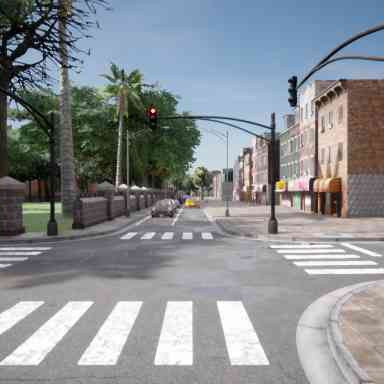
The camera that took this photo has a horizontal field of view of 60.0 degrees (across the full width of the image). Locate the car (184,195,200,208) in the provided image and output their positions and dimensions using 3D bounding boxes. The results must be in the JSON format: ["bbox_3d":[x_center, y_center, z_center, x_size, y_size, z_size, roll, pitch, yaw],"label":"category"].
[{"bbox_3d":[0.126,1.587,50.542,1.882,1.535,5.008,0,0,0],"label":"car"}]

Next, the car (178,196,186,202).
[{"bbox_3d":[-2.596,1.861,87.538,2.008,1.369,4.403,-1,0,0],"label":"car"}]

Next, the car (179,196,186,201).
[{"bbox_3d":[-2.593,1.915,93.227,1.947,1.339,4.313,-1,0,0],"label":"car"}]

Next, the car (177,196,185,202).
[{"bbox_3d":[-2.599,1.818,81.849,1.887,1.381,4.507,0,0,0],"label":"car"}]

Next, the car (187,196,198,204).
[{"bbox_3d":[0.132,1.690,68.891,2.128,1.511,4.902,0,0,0],"label":"car"}]

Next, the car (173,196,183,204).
[{"bbox_3d":[-2.981,1.715,71.258,1.837,1.490,4.892,0,0,0],"label":"car"}]

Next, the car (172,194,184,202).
[{"bbox_3d":[-2.946,1.402,64.289,2.150,2.045,5.566,0,0,0],"label":"car"}]

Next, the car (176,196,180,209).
[{"bbox_3d":[-2.621,1.498,36.340,1.967,1.590,4.097,0,0,0],"label":"car"}]

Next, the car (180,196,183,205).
[{"bbox_3d":[-2.616,1.680,47.718,1.802,1.307,4.206,0,0,0],"label":"car"}]

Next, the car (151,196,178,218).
[{"bbox_3d":[-2.625,1.481,30.652,1.967,1.590,4.097,0,0,0],"label":"car"}]
